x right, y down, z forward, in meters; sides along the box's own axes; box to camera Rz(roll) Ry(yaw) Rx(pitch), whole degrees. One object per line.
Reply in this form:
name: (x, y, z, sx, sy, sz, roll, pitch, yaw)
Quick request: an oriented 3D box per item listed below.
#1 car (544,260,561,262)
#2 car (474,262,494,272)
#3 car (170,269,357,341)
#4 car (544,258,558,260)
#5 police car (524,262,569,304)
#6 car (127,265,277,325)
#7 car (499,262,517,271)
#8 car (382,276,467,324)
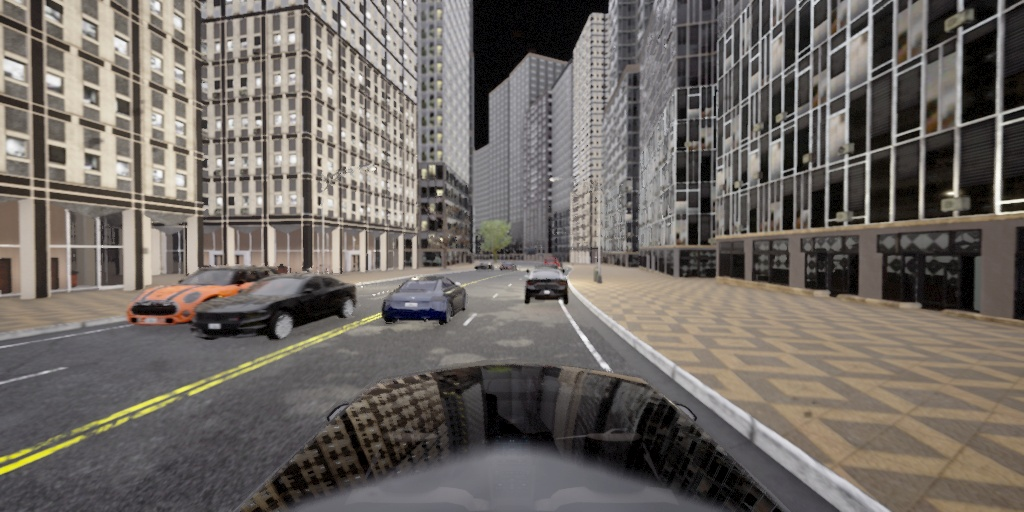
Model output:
car: (3.271, 1.396, 32.398, 1.882, 1.535, 5.008, 0, 0, 8)
car: (-4.039, 1.575, 52.499, 1.895, 1.301, 4.718, 0, 0, 12)
car: (-6.321, 1.263, 10.261, 1.882, 1.535, 5.008, 0, 0, 3)
car: (5.629, 1.235, 50.902, 2.150, 2.045, 5.566, 0, 0, 11)
police car: (1.595, 1.259, 16.996, 1.930, 1.638, 5.238, 0, 0, 4)
car: (-9.493, 1.140, 11.799, 2.097, 1.767, 4.553, 0, 0, 3)
car: (-0.568, 1.558, 53.272, 1.994, 1.385, 4.181, 0, 0, 12)
car: (-2.773, 1.364, 12.199, 1.994, 1.385, 4.181, 0, 0, 3)
